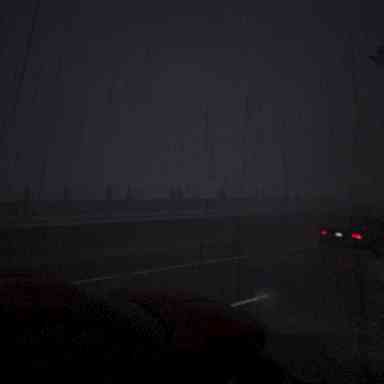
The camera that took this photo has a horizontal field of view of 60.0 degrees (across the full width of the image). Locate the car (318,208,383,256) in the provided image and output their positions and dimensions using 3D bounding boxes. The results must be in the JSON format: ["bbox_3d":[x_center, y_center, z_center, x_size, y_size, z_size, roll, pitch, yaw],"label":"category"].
[{"bbox_3d":[7.242,1.557,13.247,5.357,1.411,2.033,0,0,-36],"label":"car"}]

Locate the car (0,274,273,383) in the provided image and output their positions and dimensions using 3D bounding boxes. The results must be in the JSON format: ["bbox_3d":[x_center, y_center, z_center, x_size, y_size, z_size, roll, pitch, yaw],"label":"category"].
[{"bbox_3d":[-1.463,1.479,2.722,5.008,1.535,1.882,0,0,-35],"label":"car"}]

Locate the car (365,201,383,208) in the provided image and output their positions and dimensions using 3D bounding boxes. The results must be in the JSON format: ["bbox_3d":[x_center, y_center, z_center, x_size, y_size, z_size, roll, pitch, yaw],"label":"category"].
[{"bbox_3d":[17.612,1.585,29.537,4.181,1.385,1.994,0,0,-36],"label":"car"}]

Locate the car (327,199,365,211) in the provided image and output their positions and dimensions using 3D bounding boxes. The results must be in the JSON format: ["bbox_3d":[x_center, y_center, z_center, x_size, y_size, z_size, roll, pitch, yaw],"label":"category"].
[{"bbox_3d":[15.790,1.500,32.536,5.008,1.535,1.882,0,0,-36],"label":"car"}]

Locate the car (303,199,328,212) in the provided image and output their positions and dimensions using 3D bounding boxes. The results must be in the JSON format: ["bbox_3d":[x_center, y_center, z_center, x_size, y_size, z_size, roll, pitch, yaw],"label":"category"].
[{"bbox_3d":[13.841,1.514,35.445,4.902,1.511,2.128,0,0,-36],"label":"car"}]
